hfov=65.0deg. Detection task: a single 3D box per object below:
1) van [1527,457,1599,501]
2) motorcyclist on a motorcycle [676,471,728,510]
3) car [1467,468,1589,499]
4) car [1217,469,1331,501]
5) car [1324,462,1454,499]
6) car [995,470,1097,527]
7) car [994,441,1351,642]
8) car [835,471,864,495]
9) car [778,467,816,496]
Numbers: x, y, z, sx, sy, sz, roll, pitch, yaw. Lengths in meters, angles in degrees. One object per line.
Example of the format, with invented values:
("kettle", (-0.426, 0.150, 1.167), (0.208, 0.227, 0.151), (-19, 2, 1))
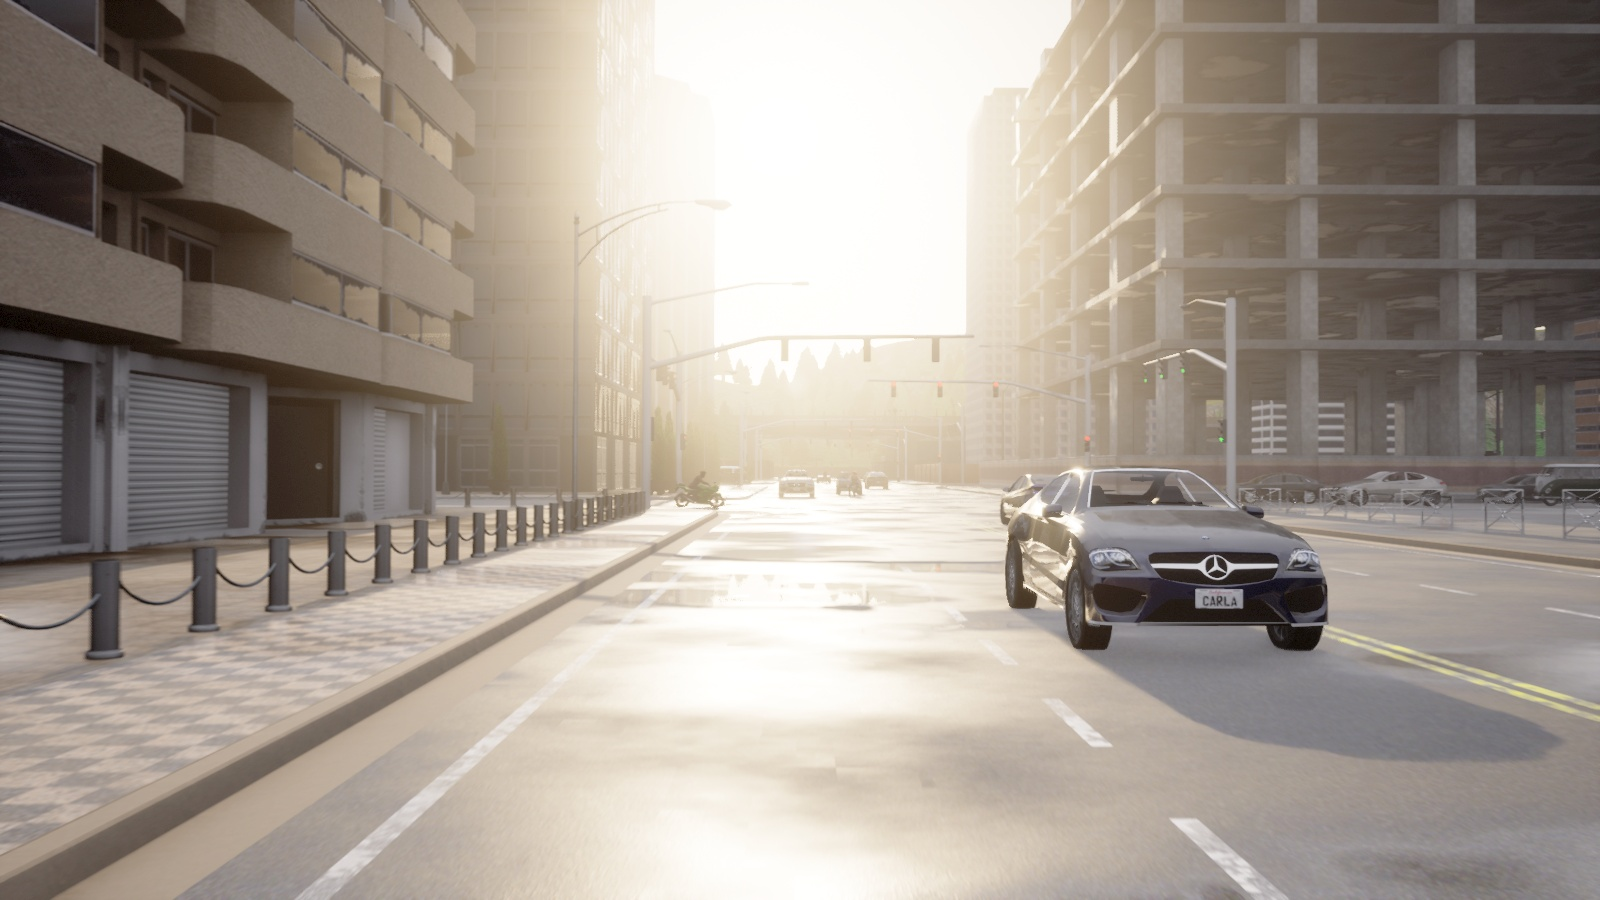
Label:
("van", (36.465, 1.341, 58.265), (4.442, 1.987, 1.775), (0, -1, 0))
("motorcyclist on a motorcycle", (-3.961, 1.632, 50.779), (2.044, 1.523, 0.797), (0, -1, -1))
("car", (35.753, 1.655, 61.757), (4.892, 1.490, 1.837), (0, -1, 0))
("car", (23.251, 1.704, 61.682), (4.892, 1.490, 1.837), (0, -1, 0))
("car", (27.246, 1.403, 58.208), (5.027, 1.651, 2.152), (0, -1, 0))
("car", (6.912, 1.333, 35.772), (2.007, 1.525, 4.514), (0, -1, 0))
("car", (3.468, 0.795, 12.898), (2.152, 1.651, 5.027), (0, -1, 0))
("car", (3.295, 2.190, 84.230), (1.789, 1.549, 3.705), (0, -1, 0))
("car", (-0.183, 1.851, 75.105), (2.152, 1.651, 5.027), (0, -1, 0))
